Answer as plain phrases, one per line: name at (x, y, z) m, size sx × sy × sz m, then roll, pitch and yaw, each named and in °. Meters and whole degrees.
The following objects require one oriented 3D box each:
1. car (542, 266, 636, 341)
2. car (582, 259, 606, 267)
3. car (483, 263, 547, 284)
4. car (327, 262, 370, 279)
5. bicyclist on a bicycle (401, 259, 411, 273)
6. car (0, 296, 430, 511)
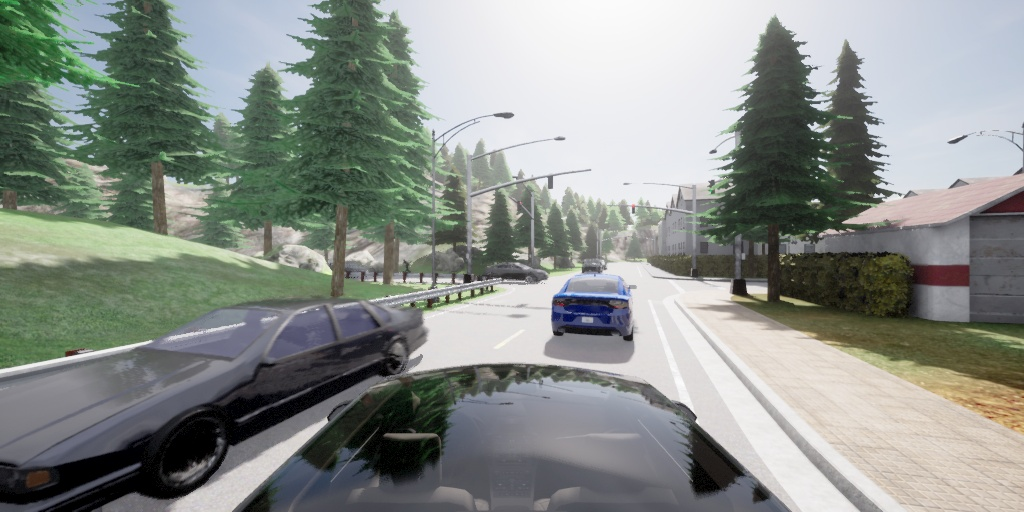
car at (2.412, 1.228, 10.092) m, size 1.882 × 1.535 × 5.008 m, roll 0°, pitch 0°, yaw 18°
car at (9.614, 1.102, 42.821) m, size 2.097 × 1.767 × 4.553 m, roll 0°, pitch 0°, yaw 19°
car at (0.241, 1.251, 26.865) m, size 4.902 × 1.511 × 2.128 m, roll 0°, pitch 0°, yaw 18°
car at (-14.842, 1.255, 31.856) m, size 4.902 × 1.511 × 2.128 m, roll 0°, pitch 0°, yaw 18°
bicyclist on a bicycle at (-11.291, 1.167, 38.122) m, size 0.582 × 1.620 × 1.656 m, roll -2°, pitch 5°, yaw 18°
car at (-3.101, 1.297, 4.872) m, size 2.033 × 1.411 × 5.357 m, roll 0°, pitch 0°, yaw 16°
